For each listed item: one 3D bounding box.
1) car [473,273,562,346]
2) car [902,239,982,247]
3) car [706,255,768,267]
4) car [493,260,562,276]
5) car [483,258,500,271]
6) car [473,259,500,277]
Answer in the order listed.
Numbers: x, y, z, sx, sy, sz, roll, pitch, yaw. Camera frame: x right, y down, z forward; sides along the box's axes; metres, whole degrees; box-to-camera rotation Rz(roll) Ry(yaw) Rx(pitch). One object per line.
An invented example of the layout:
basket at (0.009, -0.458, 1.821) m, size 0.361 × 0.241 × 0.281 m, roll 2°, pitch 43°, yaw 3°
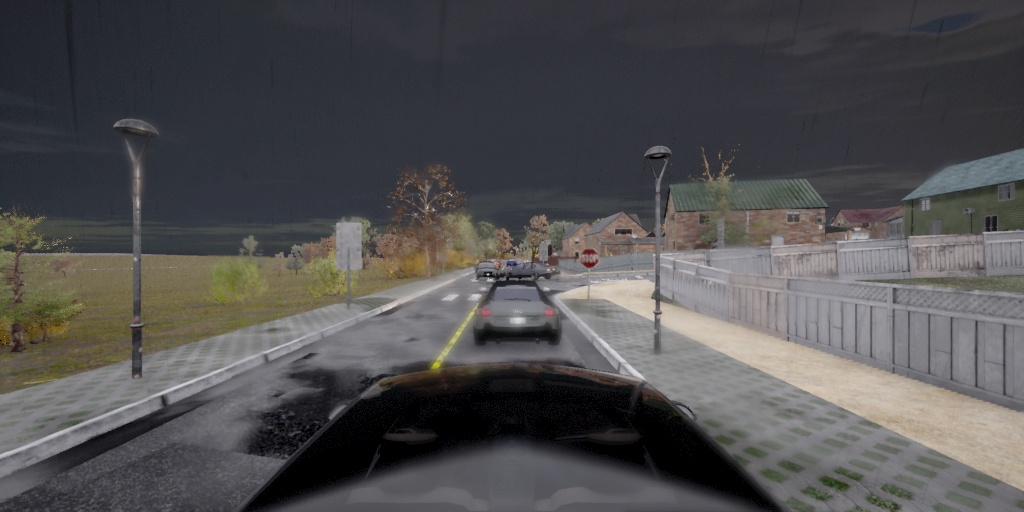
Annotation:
car at (0.096, 1.313, 9.453) m, size 1.994 × 1.385 × 4.181 m, roll 0°, pitch 0°, yaw -1°
car at (23.873, -0.208, 20.441) m, size 4.902 × 1.511 × 2.128 m, roll -3°, pitch 0°, yaw 14°
car at (14.370, 0.413, 22.855) m, size 4.181 × 1.385 × 1.994 m, roll -3°, pitch 0°, yaw 16°
car at (1.315, 1.198, 28.468) m, size 5.357 × 1.411 × 2.033 m, roll -4°, pitch -3°, yaw 43°
car at (-2.887, 1.121, 51.194) m, size 2.097 × 1.767 × 4.553 m, roll 0°, pitch 0°, yaw 1°
car at (-2.274, 1.258, 31.377) m, size 1.837 × 1.490 × 4.892 m, roll 0°, pitch 0°, yaw -8°
